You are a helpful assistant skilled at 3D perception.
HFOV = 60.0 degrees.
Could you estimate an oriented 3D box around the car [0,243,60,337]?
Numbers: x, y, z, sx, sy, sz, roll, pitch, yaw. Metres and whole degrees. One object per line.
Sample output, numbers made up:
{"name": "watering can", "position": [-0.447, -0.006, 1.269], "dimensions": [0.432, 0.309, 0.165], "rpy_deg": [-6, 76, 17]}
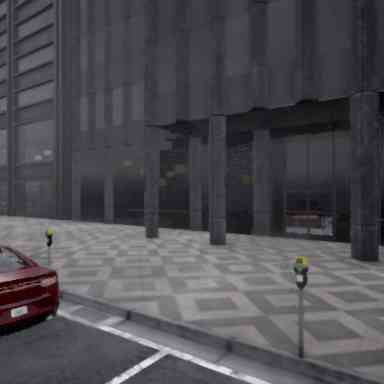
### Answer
{"name": "car", "position": [-4.242, 1.549, 5.980], "dimensions": [4.507, 1.381, 1.887], "rpy_deg": [0, 0, 35]}
